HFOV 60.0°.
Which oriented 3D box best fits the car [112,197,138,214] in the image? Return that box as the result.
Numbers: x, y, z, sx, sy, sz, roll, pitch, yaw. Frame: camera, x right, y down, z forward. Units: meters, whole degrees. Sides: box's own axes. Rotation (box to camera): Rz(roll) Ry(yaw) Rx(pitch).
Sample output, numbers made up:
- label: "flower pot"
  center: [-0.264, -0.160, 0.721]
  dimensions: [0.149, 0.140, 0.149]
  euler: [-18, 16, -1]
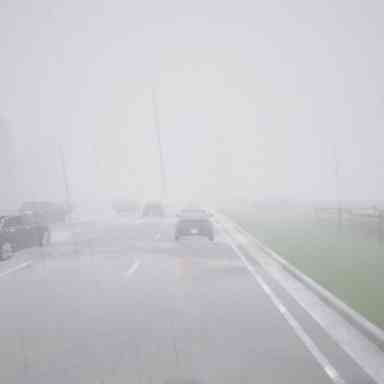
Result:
- label: "car"
  center: [-6.908, 1.630, 36.228]
  dimensions: [2.033, 1.411, 5.357]
  euler: [0, 0, 0]

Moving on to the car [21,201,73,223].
- label: "car"
  center: [-10.403, 1.405, 23.347]
  dimensions: [2.097, 1.767, 4.553]
  euler: [0, 0, 0]

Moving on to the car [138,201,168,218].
- label: "car"
  center: [-3.402, 1.575, 30.591]
  dimensions: [1.837, 1.490, 4.892]
  euler: [0, 0, 0]

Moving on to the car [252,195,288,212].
- label: "car"
  center: [8.916, 1.301, 37.710]
  dimensions: [3.866, 1.878, 1.905]
  euler: [0, 0, 0]

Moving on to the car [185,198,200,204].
- label: "car"
  center: [0.093, 1.551, 41.302]
  dimensions: [1.801, 1.575, 5.366]
  euler: [0, 0, 0]

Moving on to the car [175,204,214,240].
- label: "car"
  center: [0.100, 1.565, 17.022]
  dimensions: [1.812, 1.442, 4.674]
  euler: [0, 0, 0]

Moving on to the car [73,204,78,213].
- label: "car"
  center: [-13.907, 1.627, 35.443]
  dimensions: [2.033, 1.411, 5.357]
  euler: [0, 0, 0]

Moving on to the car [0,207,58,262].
- label: "car"
  center: [-6.899, 1.533, 12.167]
  dimensions: [1.837, 1.490, 4.892]
  euler: [0, 0, 0]
